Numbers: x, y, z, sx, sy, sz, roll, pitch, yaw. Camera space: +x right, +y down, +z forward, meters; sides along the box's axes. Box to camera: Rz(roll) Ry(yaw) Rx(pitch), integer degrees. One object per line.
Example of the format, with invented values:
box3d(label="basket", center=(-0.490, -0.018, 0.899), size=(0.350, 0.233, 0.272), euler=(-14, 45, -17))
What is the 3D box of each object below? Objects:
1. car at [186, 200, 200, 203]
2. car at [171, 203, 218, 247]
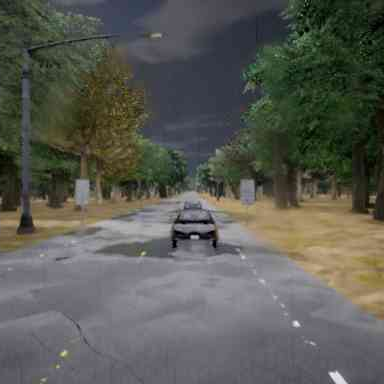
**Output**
box3d(label="car", center=(0.104, 1.518, 36.446), size=(1.895, 1.301, 4.718), euler=(0, 0, 0))
box3d(label="car", center=(0.101, 1.460, 14.827), size=(2.128, 1.511, 4.902), euler=(0, 0, 0))
